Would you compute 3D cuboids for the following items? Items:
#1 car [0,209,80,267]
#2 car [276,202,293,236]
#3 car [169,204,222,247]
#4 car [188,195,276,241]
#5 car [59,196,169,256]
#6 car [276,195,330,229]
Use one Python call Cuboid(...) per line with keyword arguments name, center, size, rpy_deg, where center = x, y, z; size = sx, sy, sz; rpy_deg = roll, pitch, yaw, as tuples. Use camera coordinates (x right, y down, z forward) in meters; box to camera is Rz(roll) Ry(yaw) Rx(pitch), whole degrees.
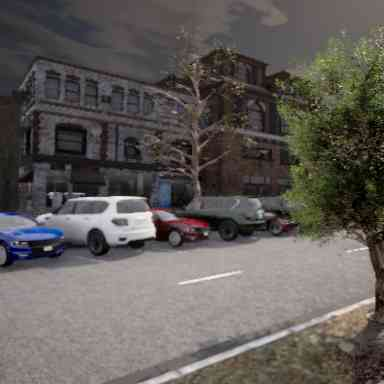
Cuboid(name="car", center=(-6.390, 1.462, 11.433), size=(5.008, 1.535, 2.097), rpy_deg=(-1, -1, 35))
Cuboid(name="car", center=(3.435, 1.488, 18.380), size=(4.792, 1.488, 2.163), rpy_deg=(-1, -1, 35))
Cuboid(name="car", center=(-1.491, 1.460, 14.916), size=(5.008, 1.535, 2.097), rpy_deg=(-1, -1, 35))
Cuboid(name="car", center=(0.931, 1.209, 16.667), size=(5.566, 2.045, 2.435), rpy_deg=(-1, -1, 35))
Cuboid(name="car", center=(-3.966, 1.211, 13.186), size=(5.566, 2.045, 2.435), rpy_deg=(-1, -1, 35))
Cuboid(name="car", center=(5.883, 1.206, 20.128), size=(5.566, 2.045, 2.435), rpy_deg=(-1, -1, 35))
